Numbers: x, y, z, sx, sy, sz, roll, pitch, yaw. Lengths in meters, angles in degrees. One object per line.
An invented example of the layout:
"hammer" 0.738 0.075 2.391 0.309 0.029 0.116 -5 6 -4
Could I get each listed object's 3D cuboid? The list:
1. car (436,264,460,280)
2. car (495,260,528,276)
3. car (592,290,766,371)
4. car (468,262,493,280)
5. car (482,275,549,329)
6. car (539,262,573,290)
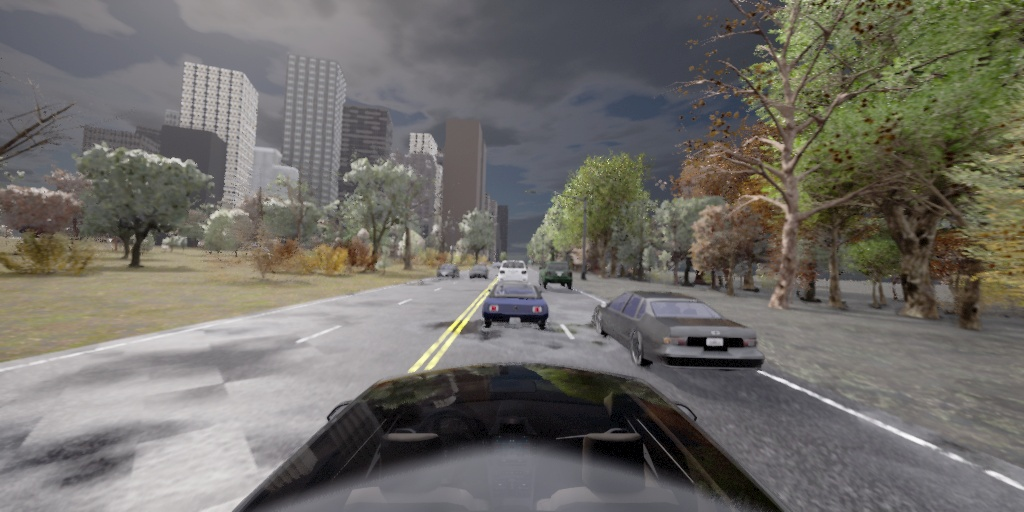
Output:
"car" -6.596 1.598 37.437 2.128 1.511 4.902 2 -1 0
"car" 0.093 1.390 28.204 2.150 2.045 5.566 1 -2 0
"car" 3.354 1.525 8.467 2.033 1.411 5.357 1 -1 0
"car" -3.348 1.711 37.203 1.837 1.490 4.892 2 -1 0
"car" 0.095 1.537 12.206 1.895 1.301 4.718 2 -1 0
"car" 3.364 1.487 28.256 2.150 2.045 5.566 2 -2 0
